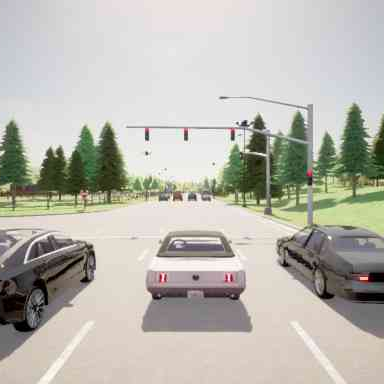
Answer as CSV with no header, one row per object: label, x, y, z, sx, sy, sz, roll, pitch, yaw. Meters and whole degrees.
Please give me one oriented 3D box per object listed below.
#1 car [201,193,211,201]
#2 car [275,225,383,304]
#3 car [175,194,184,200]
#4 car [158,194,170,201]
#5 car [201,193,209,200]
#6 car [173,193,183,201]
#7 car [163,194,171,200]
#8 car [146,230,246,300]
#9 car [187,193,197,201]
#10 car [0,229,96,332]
car,3.558,1.517,80.612,2.128,1.511,4.902,0,0,0
car,3.586,1.547,8.369,2.033,1.411,5.357,0,0,0
car,-3.434,1.357,91.037,2.128,1.511,4.902,0,0,0
car,-6.942,1.347,81.006,2.097,1.767,4.553,0,0,0
car,3.566,1.187,91.002,2.097,1.767,4.553,0,0,0
car,-3.442,1.217,80.647,2.150,2.045,5.566,0,0,0
car,-6.934,1.332,91.039,1.837,1.490,4.892,0,0,0
car,0.085,1.601,8.343,1.895,1.301,4.718,0,0,0
car,0.058,1.217,80.644,2.150,2.045,5.566,0,0,0
car,-3.425,1.492,6.805,2.128,1.511,4.902,0,0,0
